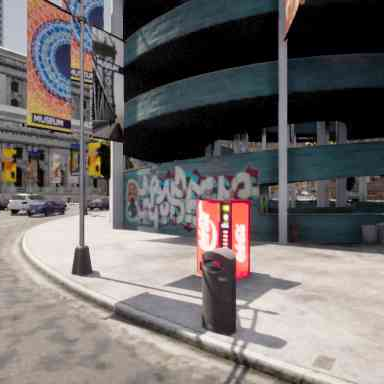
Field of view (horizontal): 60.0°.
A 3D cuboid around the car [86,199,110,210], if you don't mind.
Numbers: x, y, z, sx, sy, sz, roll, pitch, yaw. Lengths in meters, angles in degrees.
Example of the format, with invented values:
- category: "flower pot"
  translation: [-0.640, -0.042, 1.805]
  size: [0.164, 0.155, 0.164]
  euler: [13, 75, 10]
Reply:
- category: "car"
  translation: [-11.077, 1.547, 42.093]
  size: [2.033, 1.411, 5.357]
  euler: [0, 0, 26]

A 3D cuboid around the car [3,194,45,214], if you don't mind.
- category: "car"
  translation: [-16.888, 1.222, 35.470]
  size: [2.150, 2.045, 5.566]
  euler: [0, 0, 11]

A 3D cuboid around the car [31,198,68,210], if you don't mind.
- category: "car"
  translation: [-18.363, 1.564, 43.064]
  size: [1.994, 1.385, 4.181]
  euler: [0, 0, 23]

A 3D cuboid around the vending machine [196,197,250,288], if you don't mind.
- category: "vending machine"
  translation: [0.791, 1.195, 8.448]
  size: [0.880, 2.100, 1.100]
  euler: [0, 0, 45]

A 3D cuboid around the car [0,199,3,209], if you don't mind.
- category: "car"
  translation: [-23.151, 1.547, 40.216]
  size: [2.033, 1.411, 5.357]
  euler: [0, 0, 17]

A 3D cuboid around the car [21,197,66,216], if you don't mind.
- category: "car"
  translation: [-13.930, 1.526, 31.965]
  size: [1.812, 1.442, 4.674]
  euler: [0, 0, 6]
